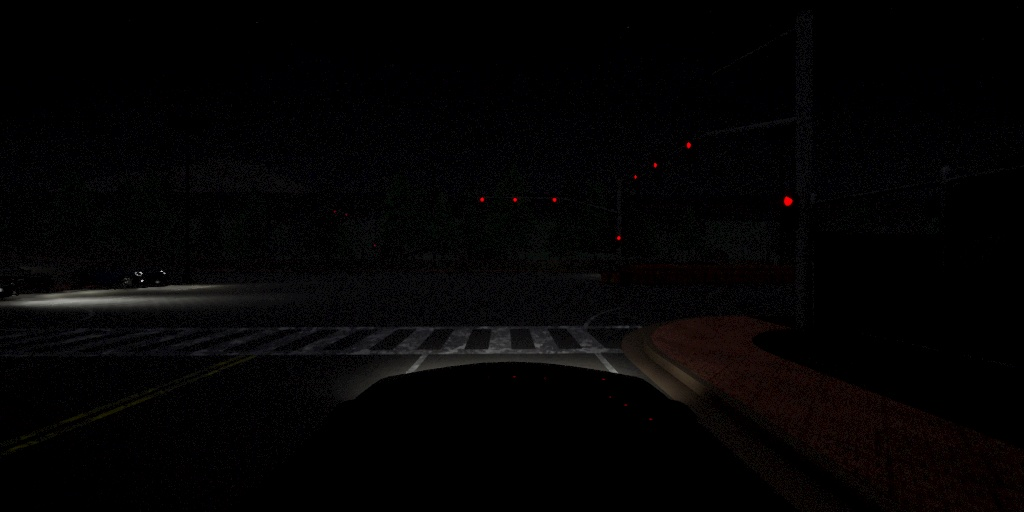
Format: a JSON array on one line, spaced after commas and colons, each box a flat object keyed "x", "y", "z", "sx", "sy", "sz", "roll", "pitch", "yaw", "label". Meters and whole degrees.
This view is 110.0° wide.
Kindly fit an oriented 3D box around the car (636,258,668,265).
[{"x": 15.198, "y": 1.100, "z": 38.267, "sx": 4.553, "sy": 1.767, "sz": 2.097, "roll": 0, "pitch": 0, "yaw": -2, "label": "car"}]

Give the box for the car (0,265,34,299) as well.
[{"x": -25.134, "y": 1.236, "z": 15.803, "sx": 4.902, "sy": 1.511, "sz": 2.128, "roll": 0, "pitch": 0, "yaw": -2, "label": "car"}]

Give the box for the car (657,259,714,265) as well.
[{"x": 15.706, "y": 1.252, "z": 31.281, "sx": 4.892, "sy": 1.490, "sz": 1.837, "roll": 0, "pitch": 0, "yaw": -2, "label": "car"}]

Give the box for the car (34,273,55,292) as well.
[{"x": -27.846, "y": 1.218, "z": 19.223, "sx": 5.008, "sy": 1.535, "sz": 1.882, "roll": 0, "pitch": 0, "yaw": -2, "label": "car"}]

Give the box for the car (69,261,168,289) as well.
[{"x": -24.885, "y": 1.097, "z": 22.816, "sx": 4.553, "sy": 1.767, "sz": 2.097, "roll": 0, "pitch": 0, "yaw": -2, "label": "car"}]

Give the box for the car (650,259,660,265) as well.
[{"x": 16.349, "y": 1.274, "z": 34.801, "sx": 4.674, "sy": 1.442, "sz": 1.812, "roll": 0, "pitch": 0, "yaw": -2, "label": "car"}]
